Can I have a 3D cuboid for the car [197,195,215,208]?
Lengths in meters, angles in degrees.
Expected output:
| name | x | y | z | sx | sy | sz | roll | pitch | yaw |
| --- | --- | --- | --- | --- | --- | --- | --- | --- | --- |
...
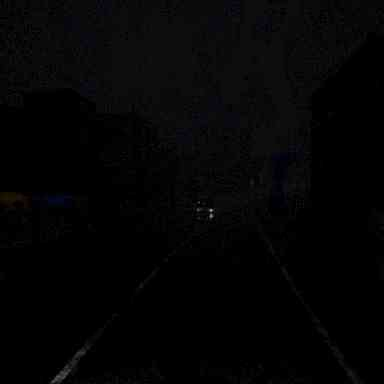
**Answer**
| name | x | y | z | sx | sy | sz | roll | pitch | yaw |
| --- | --- | --- | --- | --- | --- | --- | --- | --- | --- |
| car | 1.796 | 1.163 | 41.281 | 1.837 | 1.490 | 4.892 | 0 | 0 | 8 |
